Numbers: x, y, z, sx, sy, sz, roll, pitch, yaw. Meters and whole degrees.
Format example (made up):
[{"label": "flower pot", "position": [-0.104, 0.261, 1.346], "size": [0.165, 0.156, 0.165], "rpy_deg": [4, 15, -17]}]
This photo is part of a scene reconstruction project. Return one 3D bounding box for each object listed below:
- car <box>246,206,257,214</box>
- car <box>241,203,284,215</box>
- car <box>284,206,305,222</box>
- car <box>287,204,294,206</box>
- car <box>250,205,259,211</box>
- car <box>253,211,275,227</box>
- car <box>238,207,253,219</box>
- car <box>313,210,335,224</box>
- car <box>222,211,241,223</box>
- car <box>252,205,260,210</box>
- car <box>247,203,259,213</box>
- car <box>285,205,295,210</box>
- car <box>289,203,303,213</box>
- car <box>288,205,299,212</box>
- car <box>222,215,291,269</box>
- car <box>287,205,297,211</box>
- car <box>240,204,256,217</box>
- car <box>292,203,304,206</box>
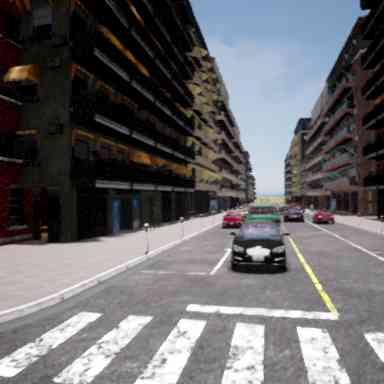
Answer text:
[{"label": "car", "position": [11.252, 3.352, 62.713], "size": [1.887, 1.381, 4.507], "rpy_deg": [-2, -2, 13]}, {"label": "car", "position": [4.784, 1.871, 22.392], "size": [2.150, 2.045, 5.566], "rpy_deg": [-1, -2, 13]}, {"label": "car", "position": [11.572, 2.614, 37.857], "size": [1.994, 1.385, 4.181], "rpy_deg": [-1, -2, 13]}, {"label": "car", "position": [15.865, 3.106, 56.790], "size": [1.812, 1.442, 4.674], "rpy_deg": [-1, -2, 13]}, {"label": "car", "position": [15.004, 3.809, 79.281], "size": [1.887, 1.381, 4.507], "rpy_deg": [-2, -2, 13]}, {"label": "car", "position": [6.990, 2.523, 32.062], "size": [1.895, 1.301, 4.718], "rpy_deg": [-1, -2, 13]}, {"label": "car", "position": [7.461, 2.866, 45.979], "size": [1.752, 1.417, 4.829], "rpy_deg": [-2, -2, 13]}, {"label": "car", "position": [13.154, 2.478, 33.318], "size": [1.802, 1.307, 4.206], "rpy_deg": [-2, -2, 13]}, {"label": "car", "position": [3.748, 2.425, 29.577], "size": [1.887, 1.381, 4.507], "rpy_deg": [-2, -2, 13]}, {"label": "car", "position": [17.506, 4.131, 90.327], "size": [1.947, 1.339, 4.313], "rpy_deg": [-2, -2, 13]}, {"label": "car", "position": [12.496, 3.276, 68.242], "size": [2.192, 1.841, 5.009], "rpy_deg": [-2, -2, 13]}, {"label": "car", "position": [24.414, 3.841, 83.020], "size": [1.947, 1.339, 4.313], "rpy_deg": [-2, -2, 13]}, {"label": "car", "position": [20.650, 3.136, 66.462], "size": [2.192, 1.841, 5.009], "rpy_deg": [-2, -2, 13]}, {"label": "car", "position": [21.908, 3.539, 71.975], "size": [1.947, 1.339, 4.313], "rpy_deg": [-2, -2, 13]}, {"label": "car", "position": [2.606, 1.869, 12.764], "size": [2.128, 1.511, 4.902], "rpy_deg": [-1, -2, 13]}, {"label": "car", "position": [23.158, 3.669, 77.499], "size": [1.887, 1.381, 4.507], "rpy_deg": [-2, -2, 13]}, {"label": "car", "position": [8.744, 2.815, 51.675], "size": [2.192, 1.841, 5.009], "rpy_deg": [-2, -2, 13]}, {"label": "car", "position": [19.399, 2.983, 60.938], "size": [2.192, 1.841, 5.009], "rpy_deg": [-2, -2, 13]}]
